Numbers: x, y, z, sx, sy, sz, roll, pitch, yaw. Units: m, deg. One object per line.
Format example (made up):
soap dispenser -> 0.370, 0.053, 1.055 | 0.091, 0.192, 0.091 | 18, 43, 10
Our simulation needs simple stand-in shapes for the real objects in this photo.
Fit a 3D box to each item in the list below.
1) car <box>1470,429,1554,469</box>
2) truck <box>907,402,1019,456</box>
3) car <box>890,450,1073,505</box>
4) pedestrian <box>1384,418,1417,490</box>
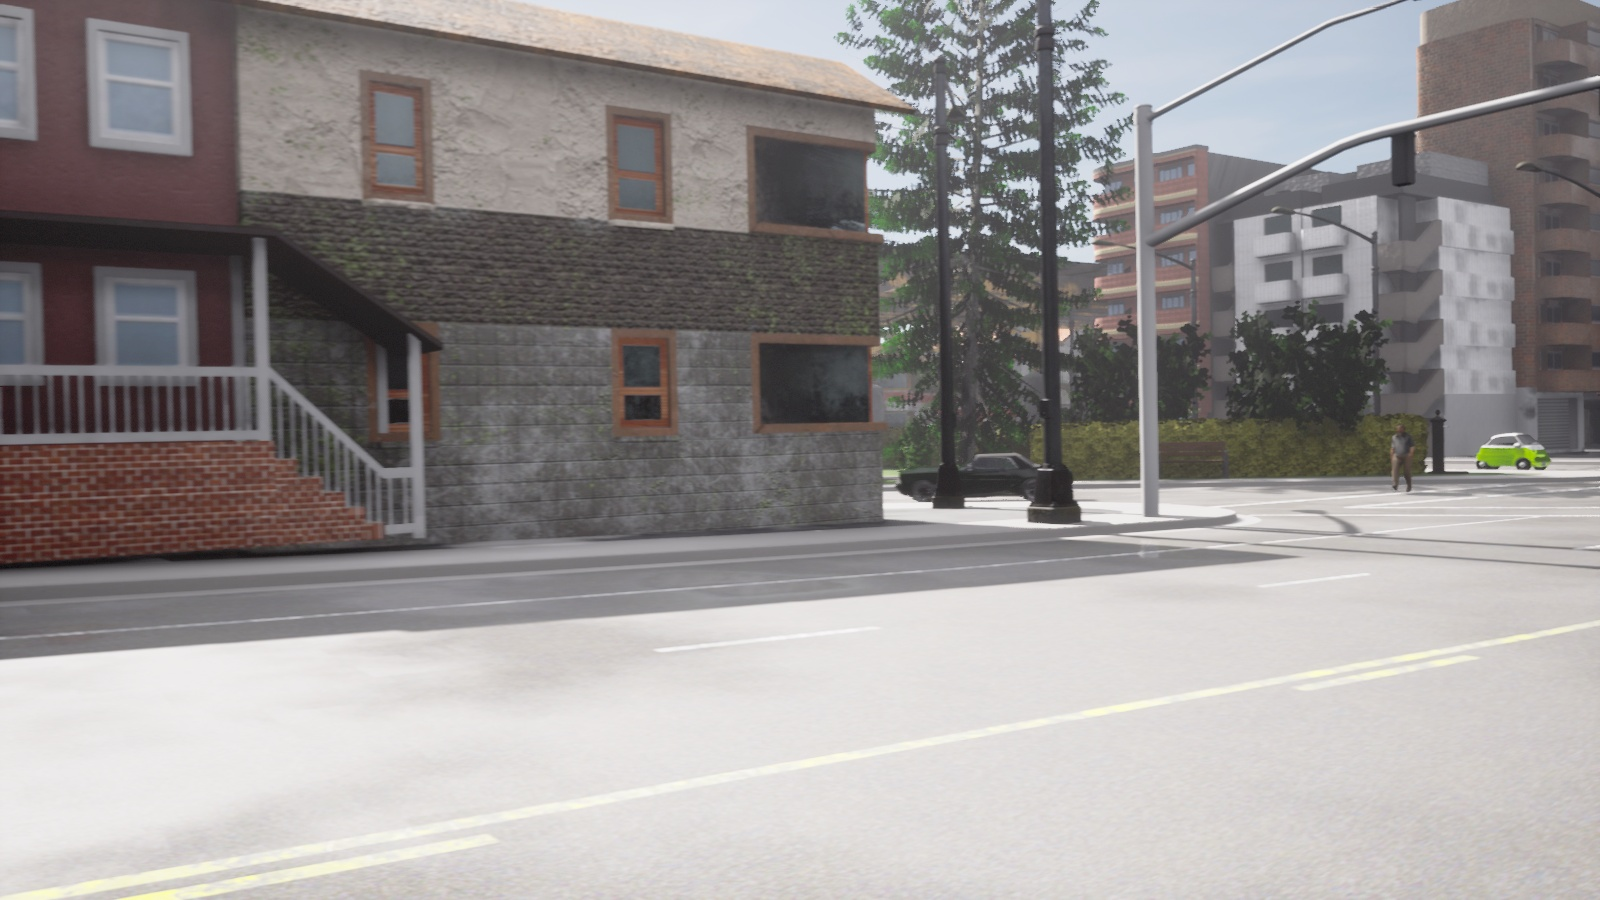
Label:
car -> 25.722, -0.044, 45.397 | 1.481, 1.376, 2.207 | -2, 1, -34
truck -> 12.324, -1.626, 94.593 | 8.468, 3.827, 2.891 | -2, 1, -35
car -> 4.894, 0.729, 33.716 | 4.718, 1.301, 1.895 | -1, 1, 12
pedestrian -> 15.631, 0.104, 32.691 | 0.694, 1.848, 0.540 | -2, 1, -43
